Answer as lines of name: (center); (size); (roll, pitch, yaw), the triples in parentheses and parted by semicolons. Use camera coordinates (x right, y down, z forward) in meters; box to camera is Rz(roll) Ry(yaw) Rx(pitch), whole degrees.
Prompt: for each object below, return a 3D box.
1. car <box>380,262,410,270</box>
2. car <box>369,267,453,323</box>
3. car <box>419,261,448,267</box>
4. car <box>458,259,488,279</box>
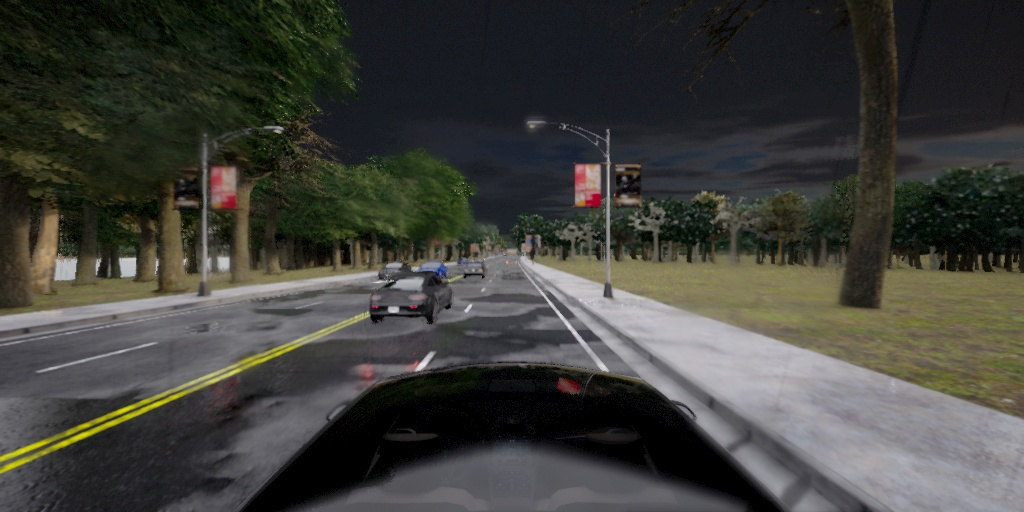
car: (-9.919, 1.228, 30.770); (1.812, 1.442, 4.674); (0, 0, 0)
car: (-3.154, 1.257, 11.850); (1.812, 1.442, 4.674); (0, 0, 0)
car: (-6.668, 1.180, 30.373); (1.882, 1.535, 5.008); (0, 0, 0)
car: (-3.229, 1.247, 32.305); (2.033, 1.411, 5.357); (0, 0, 0)
